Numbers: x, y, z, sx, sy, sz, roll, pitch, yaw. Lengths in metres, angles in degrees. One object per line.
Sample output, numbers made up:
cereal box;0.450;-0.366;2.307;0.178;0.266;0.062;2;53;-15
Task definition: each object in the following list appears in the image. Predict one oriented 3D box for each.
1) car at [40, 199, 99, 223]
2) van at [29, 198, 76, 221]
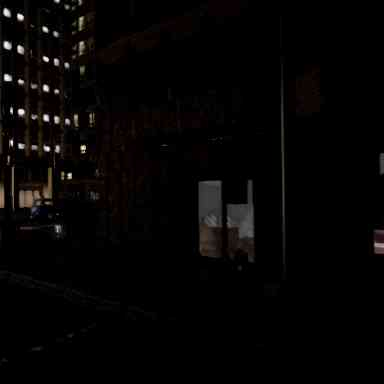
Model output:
car;-8.785;1.521;25.781;1.837;1.490;4.892;-1;-1;36
van;-11.039;1.402;27.088;1.690;1.788;3.998;-1;-1;36
